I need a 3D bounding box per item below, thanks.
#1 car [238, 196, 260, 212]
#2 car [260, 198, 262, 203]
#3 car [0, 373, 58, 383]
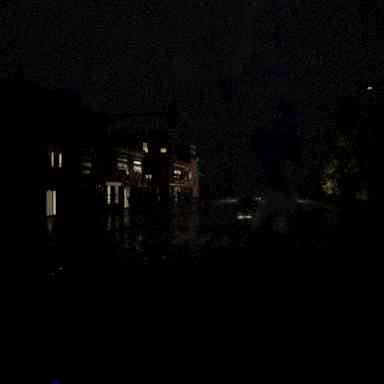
[{"bbox_3d":[6.547,1.339,38.978,2.097,1.767,4.553,0,0,13],"label":"car"},{"bbox_3d":[13.073,1.506,67.235,1.812,1.442,4.674,0,0,13],"label":"car"},{"bbox_3d":[-2.386,1.602,0.468,1.895,1.301,4.718,0,0,13],"label":"car"}]
